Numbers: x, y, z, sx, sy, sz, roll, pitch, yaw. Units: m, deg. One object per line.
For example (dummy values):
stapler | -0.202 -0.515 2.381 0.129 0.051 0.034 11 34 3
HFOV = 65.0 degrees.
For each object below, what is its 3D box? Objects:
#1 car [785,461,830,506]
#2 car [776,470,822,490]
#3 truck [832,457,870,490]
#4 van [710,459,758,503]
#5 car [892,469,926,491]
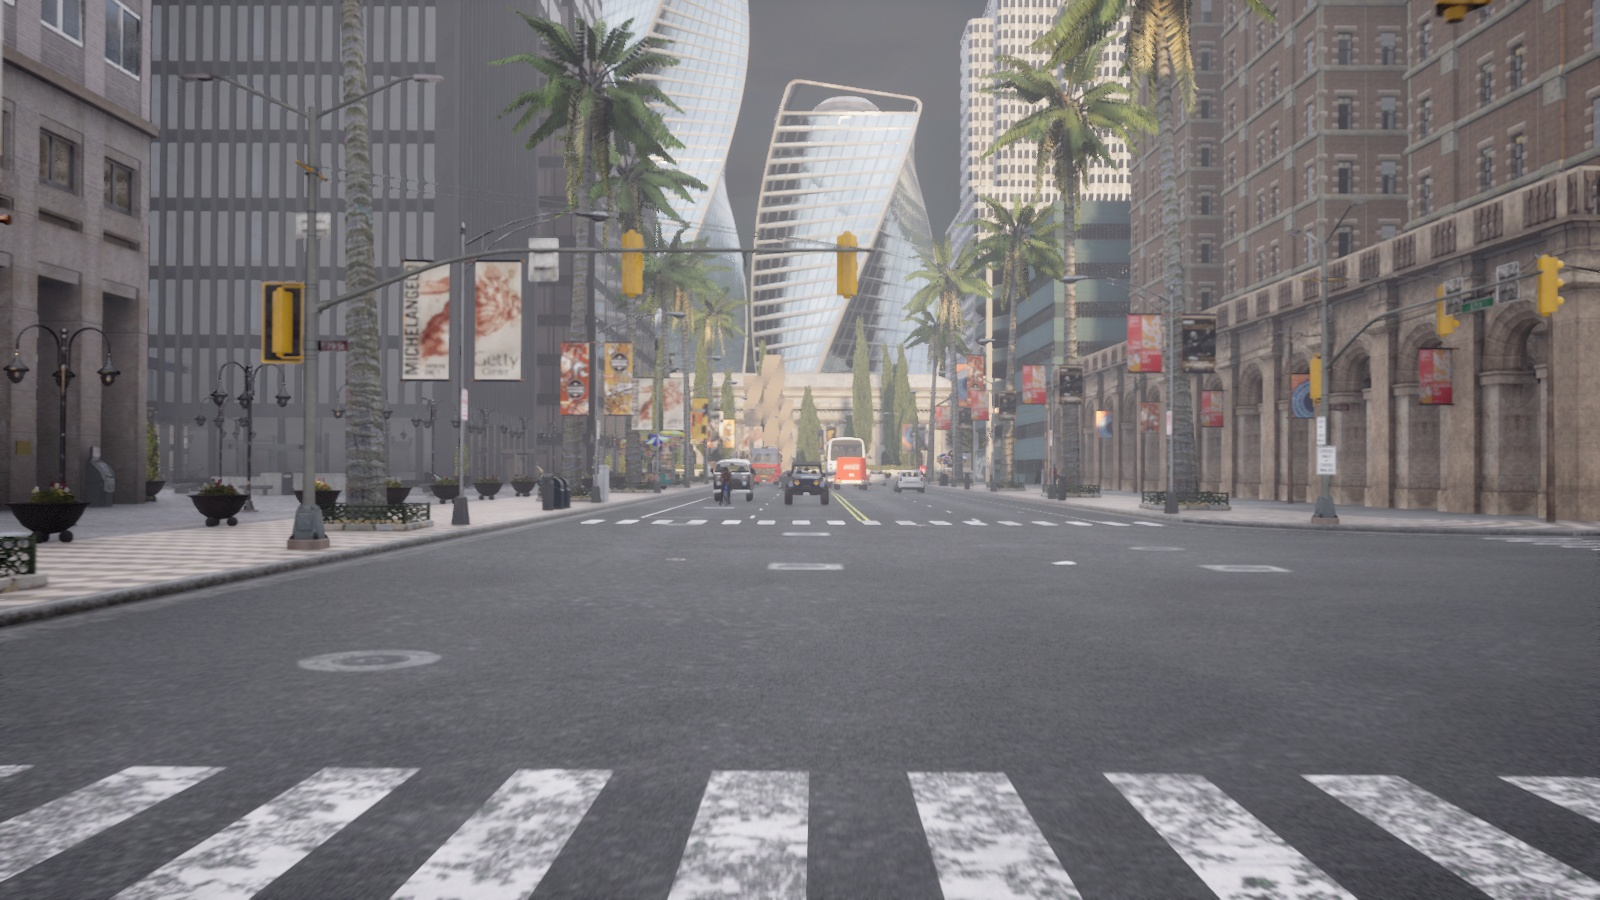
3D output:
car | 0.319 1.446 55.165 1.905 1.878 3.866 0 -1 0
car | -0.115 2.264 95.114 1.837 1.490 4.892 1 -1 -21
truck | 3.862 1.770 96.115 2.627 2.467 5.204 0 -1 0
van | -3.155 1.466 60.544 2.069 2.038 4.480 0 -1 0
car | 7.412 2.049 85.508 1.970 1.475 3.806 0 -1 0
